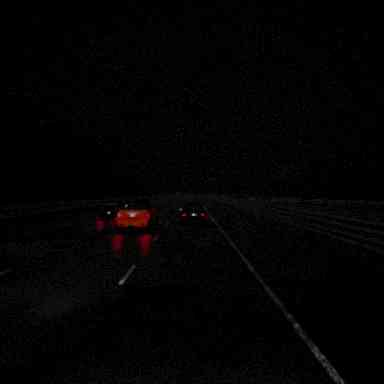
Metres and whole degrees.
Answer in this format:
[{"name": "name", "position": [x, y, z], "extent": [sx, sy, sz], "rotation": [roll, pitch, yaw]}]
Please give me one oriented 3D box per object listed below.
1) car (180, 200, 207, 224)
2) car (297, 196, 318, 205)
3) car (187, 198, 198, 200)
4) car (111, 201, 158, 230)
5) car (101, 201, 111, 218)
[{"name": "car", "position": [0.099, 1.550, 24.427], "extent": [2.033, 1.411, 5.357], "rotation": [0, 0, 0]}, {"name": "car", "position": [22.164, 1.659, 63.670], "extent": [2.033, 1.649, 4.856], "rotation": [0, 0, -20]}, {"name": "car", "position": [0.096, 1.504, 42.881], "extent": [1.882, 1.535, 5.008], "rotation": [0, 0, 0]}, {"name": "car", "position": [-3.403, 1.353, 21.189], "extent": [2.097, 1.767, 4.553], "rotation": [0, 0, 0]}, {"name": "car", "position": [-6.907, 1.534, 29.996], "extent": [1.812, 1.442, 4.674], "rotation": [0, 0, 0]}]
